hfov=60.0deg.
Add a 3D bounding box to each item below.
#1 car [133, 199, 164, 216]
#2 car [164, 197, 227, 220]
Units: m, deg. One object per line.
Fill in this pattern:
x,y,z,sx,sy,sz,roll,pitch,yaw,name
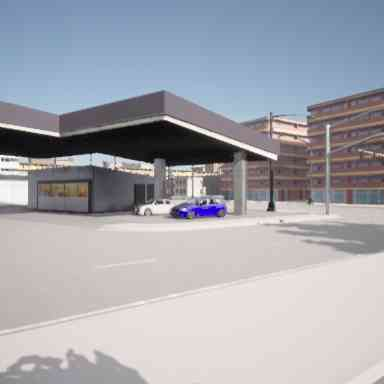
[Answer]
-3.395,1.399,30.258,3.806,1.475,1.970,0,0,-35,car
0.562,1.239,26.023,4.611,1.667,2.242,0,0,-35,car
